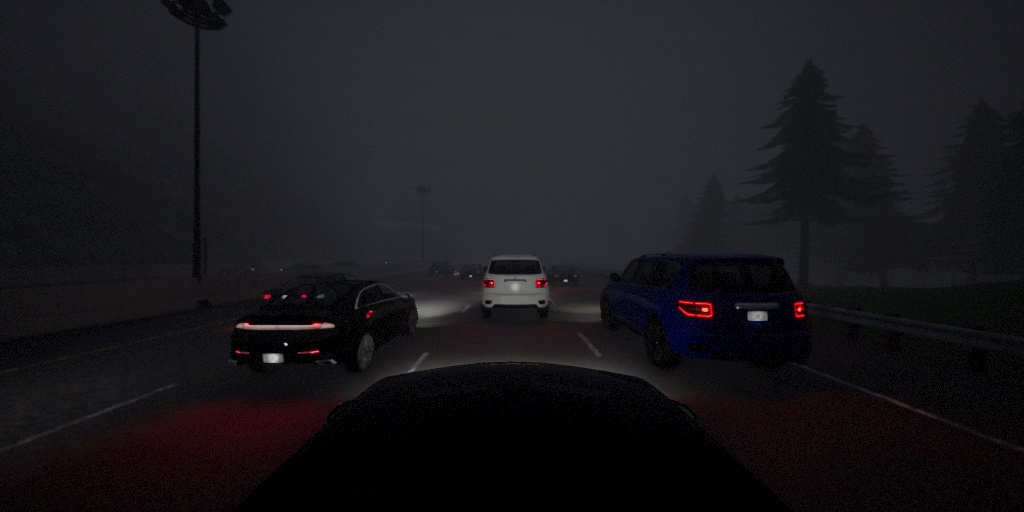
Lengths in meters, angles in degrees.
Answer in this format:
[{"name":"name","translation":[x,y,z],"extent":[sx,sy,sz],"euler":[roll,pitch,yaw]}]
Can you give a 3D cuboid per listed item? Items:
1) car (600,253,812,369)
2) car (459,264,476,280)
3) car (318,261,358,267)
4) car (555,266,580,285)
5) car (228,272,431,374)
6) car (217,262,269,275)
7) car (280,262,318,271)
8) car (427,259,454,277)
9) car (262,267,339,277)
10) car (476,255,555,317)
[{"name":"car","translation":[3.598,0.974,7.939],"extent":[2.150,2.045,5.566],"euler":[0,0,0]},{"name":"car","translation":[-3.410,1.364,31.776],"extent":[1.895,1.301,4.718],"euler":[0,0,0]},{"name":"car","translation":[-17.602,1.272,37.187],"extent":[1.837,1.490,4.892],"euler":[0,0,0]},{"name":"car","translation":[3.592,1.361,26.195],"extent":[1.895,1.301,4.718],"euler":[0,0,0]},{"name":"car","translation":[-3.401,1.244,7.533],"extent":[2.128,1.511,4.902],"euler":[0,0,0]},{"name":"car","translation":[-28.103,1.313,37.767],"extent":[2.033,1.411,5.357],"euler":[0,0,0]},{"name":"car","translation":[-21.104,1.366,36.075],"extent":[1.895,1.301,4.718],"euler":[0,0,0]},{"name":"car","translation":[-6.910,1.256,35.380],"extent":[2.128,1.511,4.902],"euler":[0,0,0]},{"name":"car","translation":[-6.903,1.303,13.471],"extent":[2.033,1.411,5.357],"euler":[0,0,0]},{"name":"car","translation":[0.094,0.976,13.269],"extent":[2.150,2.045,5.566],"euler":[0,0,0]}]
